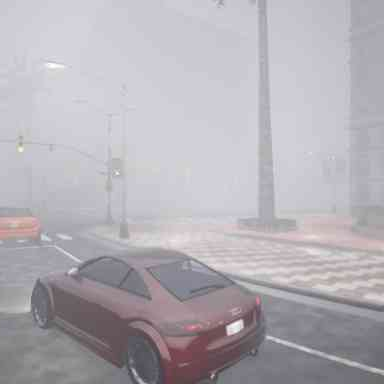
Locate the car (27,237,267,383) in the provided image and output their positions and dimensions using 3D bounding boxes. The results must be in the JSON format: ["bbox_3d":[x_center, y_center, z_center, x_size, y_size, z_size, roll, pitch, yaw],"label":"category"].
[{"bbox_3d":[-0.939,1.606,5.394,4.181,1.385,1.994,0,-1,43],"label":"car"}]

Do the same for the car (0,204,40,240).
[{"bbox_3d":[-8.696,1.442,16.177,2.097,1.767,4.553,1,-1,-30],"label":"car"}]
